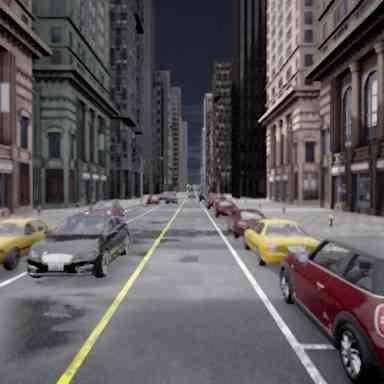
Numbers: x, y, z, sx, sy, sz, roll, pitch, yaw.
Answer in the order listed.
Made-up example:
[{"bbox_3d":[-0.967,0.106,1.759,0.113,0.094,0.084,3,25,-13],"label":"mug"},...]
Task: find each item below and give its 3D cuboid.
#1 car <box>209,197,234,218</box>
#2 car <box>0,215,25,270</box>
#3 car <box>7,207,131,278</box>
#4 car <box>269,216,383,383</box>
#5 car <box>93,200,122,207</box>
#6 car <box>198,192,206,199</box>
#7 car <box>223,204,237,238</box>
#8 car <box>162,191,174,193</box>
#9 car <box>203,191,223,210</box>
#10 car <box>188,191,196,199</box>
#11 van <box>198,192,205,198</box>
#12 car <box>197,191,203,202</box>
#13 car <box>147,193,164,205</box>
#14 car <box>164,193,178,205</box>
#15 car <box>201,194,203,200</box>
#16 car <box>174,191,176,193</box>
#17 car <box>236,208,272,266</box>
[{"bbox_3d":[2.751,1.380,27.753,1.887,1.381,4.507,0,0,0],"label":"car"},{"bbox_3d":[-5.769,1.461,10.768,1.752,1.417,4.829,0,0,0],"label":"car"},{"bbox_3d":[-3.103,1.432,10.029,2.128,1.511,4.902,0,0,0],"label":"car"},{"bbox_3d":[2.758,1.408,5.346,1.967,1.590,4.097,0,0,0],"label":"car"},{"bbox_3d":[-5.773,1.309,22.142,1.967,1.590,4.097,0,0,0],"label":"car"},{"bbox_3d":[2.732,0.920,89.371,1.967,1.590,4.097,0,0,0],"label":"car"},{"bbox_3d":[2.755,1.483,16.550,1.802,1.307,4.206,0,0,0],"label":"car"},{"bbox_3d":[-5.789,0.892,72.560,2.192,1.841,5.009,0,0,0],"label":"car"},{"bbox_3d":[2.747,1.085,38.955,2.192,1.841,5.009,0,0,0],"label":"car"},{"bbox_3d":[-0.025,0.978,82.005,1.895,1.301,4.718,0,0,0],"label":"car"},{"bbox_3d":[2.730,0.790,94.972,1.690,1.788,3.998,0,0,0],"label":"van"},{"bbox_3d":[2.375,0.862,62.589,2.150,2.045,5.566,0,0,0],"label":"car"},{"bbox_3d":[-5.781,1.250,50.152,1.887,1.381,4.507,0,0,0],"label":"car"},{"bbox_3d":[-3.095,1.247,51.143,2.033,1.411,5.357,0,0,0],"label":"car"},{"bbox_3d":[2.744,1.271,50.160,1.947,1.339,4.313,0,0,0],"label":"car"},{"bbox_3d":[-5.792,0.953,83.764,1.967,1.590,4.097,0,0,0],"label":"car"},{"bbox_3d":[2.756,1.459,11.118,1.752,1.417,4.829,0,0,0],"label":"car"}]
